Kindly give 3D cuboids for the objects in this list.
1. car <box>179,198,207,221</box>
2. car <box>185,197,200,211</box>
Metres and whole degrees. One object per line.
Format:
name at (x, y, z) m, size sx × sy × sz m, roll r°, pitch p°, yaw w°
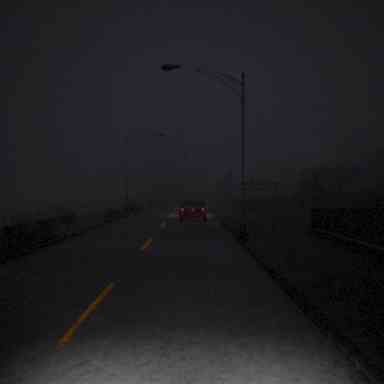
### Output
car at (0.070, 1.357, 26.940) m, size 2.097 × 1.767 × 4.553 m, roll 0°, pitch 0°, yaw 0°
car at (0.066, 1.485, 42.229) m, size 1.882 × 1.535 × 5.008 m, roll 0°, pitch 0°, yaw 0°
